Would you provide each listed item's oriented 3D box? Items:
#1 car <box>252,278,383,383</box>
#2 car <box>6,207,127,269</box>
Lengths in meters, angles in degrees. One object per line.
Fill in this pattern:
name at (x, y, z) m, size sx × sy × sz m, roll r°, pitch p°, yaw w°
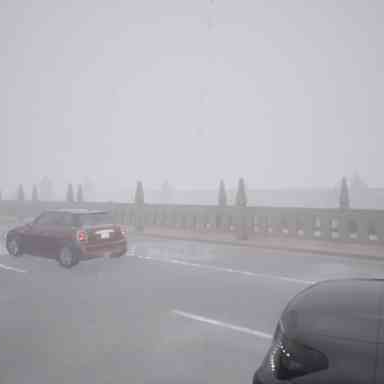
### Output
car at (3.135, 1.222, 1.755) m, size 5.566 × 2.045 × 2.150 m, roll 0°, pitch 0°, yaw 35°
car at (-4.394, 1.356, 11.425) m, size 4.553 × 1.767 × 2.097 m, roll 0°, pitch 0°, yaw 35°
